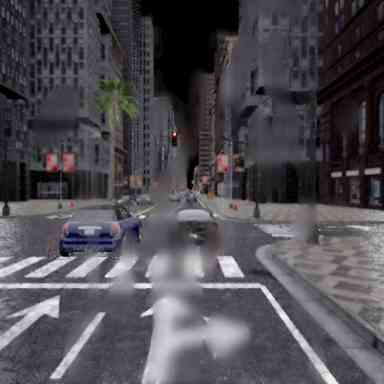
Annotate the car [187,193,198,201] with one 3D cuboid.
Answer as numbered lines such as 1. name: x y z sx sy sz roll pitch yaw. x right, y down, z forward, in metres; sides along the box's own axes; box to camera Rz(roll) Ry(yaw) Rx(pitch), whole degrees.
1. car: -0.011 1.180 61.787 1.812 1.442 4.674 0 0 1

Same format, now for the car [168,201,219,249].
1. car: 0.071 1.359 14.073 1.882 1.535 5.008 0 1 0

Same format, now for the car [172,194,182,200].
1. car: -3.301 1.086 73.970 2.033 1.411 5.357 0 0 0

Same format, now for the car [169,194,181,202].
1. car: -3.295 1.218 63.936 1.994 1.385 4.181 0 0 0

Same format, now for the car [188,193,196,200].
1. car: -0.051 1.046 73.972 1.837 1.490 4.892 0 0 0

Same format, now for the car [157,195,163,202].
1. car: -6.562 1.202 63.376 2.033 1.411 5.357 0 0 0

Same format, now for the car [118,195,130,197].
1. car: -9.865 1.166 47.909 2.128 1.511 4.902 0 0 0

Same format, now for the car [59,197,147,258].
1. car: -3.189 1.246 12.506 2.097 1.767 4.553 0 0 0

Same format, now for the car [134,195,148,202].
1. car: -9.814 1.214 63.997 1.994 1.385 4.181 0 0 0

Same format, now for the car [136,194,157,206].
1. car: -6.615 1.027 47.440 2.097 1.767 4.553 0 0 0
